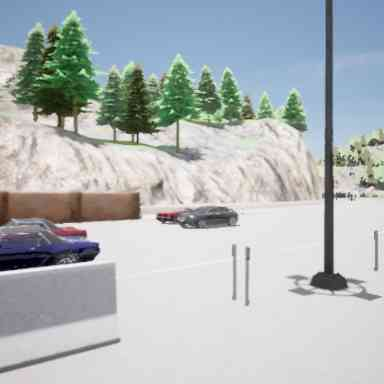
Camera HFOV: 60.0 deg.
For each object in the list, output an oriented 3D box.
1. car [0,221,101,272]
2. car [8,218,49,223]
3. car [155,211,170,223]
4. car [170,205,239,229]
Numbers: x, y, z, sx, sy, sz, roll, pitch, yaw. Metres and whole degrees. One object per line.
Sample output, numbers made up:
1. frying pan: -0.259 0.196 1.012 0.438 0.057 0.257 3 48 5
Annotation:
1. car: -5.073 1.645 9.059 4.718 1.301 1.895 0 0 -36
2. car: -6.482 1.663 12.362 4.718 1.301 1.895 0 0 -36
3. car: -0.492 1.774 26.026 4.718 1.301 1.895 1 -1 -40
4. car: 1.184 1.665 22.867 4.892 1.490 1.837 1 -1 -40
